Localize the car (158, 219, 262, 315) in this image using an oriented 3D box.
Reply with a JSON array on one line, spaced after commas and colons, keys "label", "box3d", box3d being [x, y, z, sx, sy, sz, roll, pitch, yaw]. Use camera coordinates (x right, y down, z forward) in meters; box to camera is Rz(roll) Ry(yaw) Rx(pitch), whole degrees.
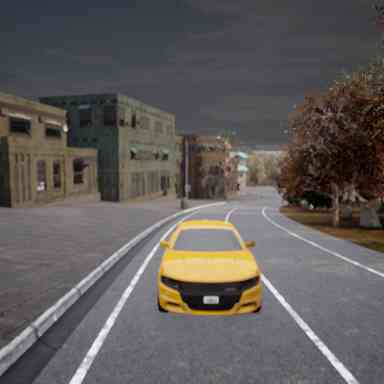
[{"label": "car", "box3d": [0.331, 1.442, 7.813, 1.882, 1.535, 5.008, 0, 0, 1]}]
